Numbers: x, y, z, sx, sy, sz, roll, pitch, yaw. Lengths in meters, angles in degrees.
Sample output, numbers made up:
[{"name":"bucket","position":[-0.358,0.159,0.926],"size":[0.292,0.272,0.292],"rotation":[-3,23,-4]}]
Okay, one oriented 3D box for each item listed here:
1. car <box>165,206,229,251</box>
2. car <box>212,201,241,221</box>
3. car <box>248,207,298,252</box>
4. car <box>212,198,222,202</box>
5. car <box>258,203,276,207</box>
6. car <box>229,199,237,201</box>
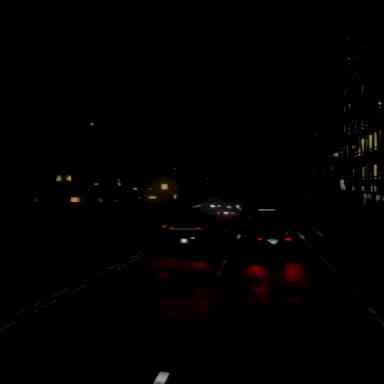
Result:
[{"name":"car","position":[0.206,1.612,14.778],"size":[2.128,1.511,4.902],"rotation":[-1,0,12]},{"name":"car","position":[3.214,1.762,29.152],"size":[2.033,1.411,5.357],"rotation":[-1,0,12]},{"name":"car","position":[3.403,1.605,14.186],"size":[1.812,1.442,4.674],"rotation":[-1,0,12]},{"name":"car","position":[5.425,2.087,71.401],"size":[1.882,1.535,5.008],"rotation":[-1,-1,12]},{"name":"car","position":[6.463,1.668,28.796],"size":[2.128,1.511,4.902],"rotation":[-1,0,12]},{"name":"car","position":[8.600,2.163,70.704],"size":[1.895,1.301,4.718],"rotation":[-1,-1,12]}]
